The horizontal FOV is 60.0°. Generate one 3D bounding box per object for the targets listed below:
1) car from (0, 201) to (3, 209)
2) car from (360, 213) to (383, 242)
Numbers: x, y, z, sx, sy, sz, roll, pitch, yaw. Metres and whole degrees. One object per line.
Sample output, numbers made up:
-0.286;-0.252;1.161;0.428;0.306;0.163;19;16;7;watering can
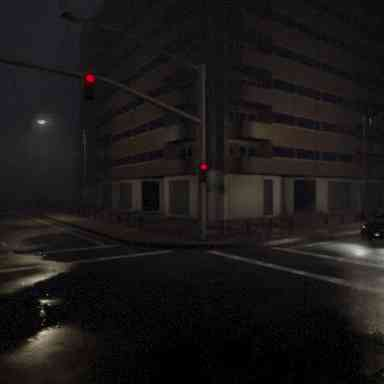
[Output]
-26.645;1.610;44.579;1.895;1.301;4.718;0;0;-35;car
9.524;1.478;15.007;4.674;1.442;1.812;0;0;-35;car
